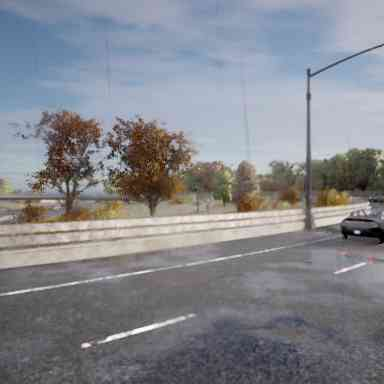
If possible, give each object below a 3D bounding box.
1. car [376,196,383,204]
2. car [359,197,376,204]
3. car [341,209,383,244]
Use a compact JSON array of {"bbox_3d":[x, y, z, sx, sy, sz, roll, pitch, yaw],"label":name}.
[{"bbox_3d":[42.309,1.695,74.476,2.097,1.767,4.553,0,0,7],"label":"car"},{"bbox_3d":[38.854,1.855,75.045,2.128,1.511,4.902,0,0,7],"label":"car"},{"bbox_3d":[9.128,1.599,16.664,2.128,1.511,4.902,0,0,45],"label":"car"}]
